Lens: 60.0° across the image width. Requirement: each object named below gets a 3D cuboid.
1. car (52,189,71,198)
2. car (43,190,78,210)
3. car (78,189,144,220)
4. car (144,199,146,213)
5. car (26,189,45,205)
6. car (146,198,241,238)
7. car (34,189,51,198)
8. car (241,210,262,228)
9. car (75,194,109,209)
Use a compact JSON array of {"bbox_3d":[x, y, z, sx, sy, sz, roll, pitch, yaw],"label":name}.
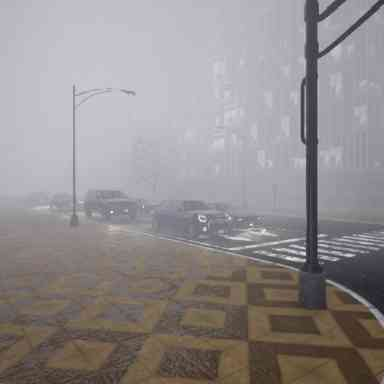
[{"bbox_3d":[-25.614,0.258,65.011,2.128,1.511,4.902,0,1,-38],"label":"car"},{"bbox_3d":[-12.378,0.900,32.073,2.128,1.511,4.902,0,1,-38],"label":"car"},{"bbox_3d":[-5.991,0.819,23.958,2.150,2.045,5.566,0,1,-38],"label":"car"},{"bbox_3d":[-4.406,1.166,27.196,1.895,1.301,4.718,0,1,-38],"label":"car"},{"bbox_3d":[-18.750,0.710,40.246,2.128,1.511,4.902,0,1,-37],"label":"car"},{"bbox_3d":[-0.087,1.124,16.484,2.097,1.767,4.553,0,1,-38],"label":"car"},{"bbox_3d":[-28.622,0.236,63.582,1.882,1.535,5.008,0,1,-38],"label":"car"},{"bbox_3d":[1.573,1.289,19.679,2.033,1.411,5.357,0,1,-36],"label":"car"},{"bbox_3d":[-10.614,0.945,35.091,1.994,1.385,4.181,0,1,-38],"label":"car"}]
